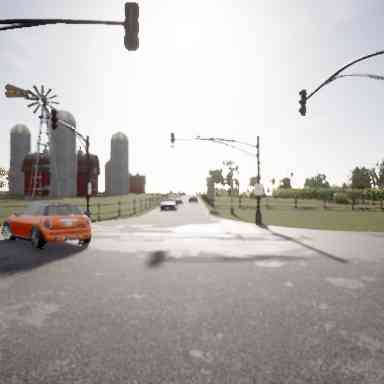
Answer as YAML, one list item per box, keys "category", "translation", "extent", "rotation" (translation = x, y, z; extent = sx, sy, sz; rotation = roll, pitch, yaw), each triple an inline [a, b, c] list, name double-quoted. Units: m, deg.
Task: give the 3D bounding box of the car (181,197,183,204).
- category: "car"
  translation: [-2.605, 1.372, 56.873]
  extent: [1.994, 1.385, 4.181]
  rotation: [0, 0, 1]

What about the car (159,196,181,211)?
- category: "car"
  translation: [-2.732, 1.409, 39.557]
  extent: [2.033, 1.411, 5.357]
  rotation: [0, 0, 0]

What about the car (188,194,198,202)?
- category: "car"
  translation: [0.236, 1.306, 66.280]
  extent: [1.812, 1.442, 4.674]
  rotation: [0, 0, 0]

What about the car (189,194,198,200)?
- category: "car"
  translation: [0.283, 1.139, 76.287]
  extent: [1.994, 1.385, 4.181]
  rotation: [0, 0, 0]

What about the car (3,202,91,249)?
- category: "car"
  translation: [-6.136, 1.207, 13.935]
  extent: [4.553, 1.767, 2.097]
  rotation: [0, -1, 44]
